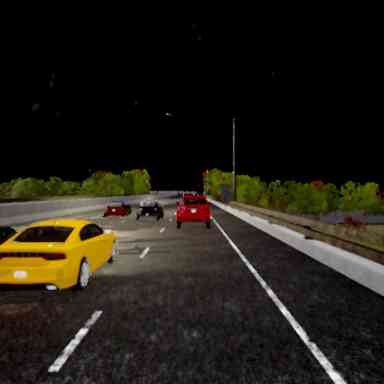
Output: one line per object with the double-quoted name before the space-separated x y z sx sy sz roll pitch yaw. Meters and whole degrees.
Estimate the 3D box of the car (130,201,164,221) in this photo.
"car" -3.400 1.501 27.553 2.128 1.511 4.902 0 0 0

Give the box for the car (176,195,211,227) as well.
"car" 0.100 1.230 22.699 2.150 2.045 5.566 0 0 0

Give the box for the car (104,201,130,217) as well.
"car" -6.900 1.575 31.333 1.994 1.385 4.181 0 0 0

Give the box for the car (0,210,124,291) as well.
"car" -3.400 1.481 9.054 1.882 1.535 5.008 0 0 0

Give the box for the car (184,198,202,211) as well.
"car" 0.101 1.505 41.259 2.128 1.511 4.902 0 0 0
